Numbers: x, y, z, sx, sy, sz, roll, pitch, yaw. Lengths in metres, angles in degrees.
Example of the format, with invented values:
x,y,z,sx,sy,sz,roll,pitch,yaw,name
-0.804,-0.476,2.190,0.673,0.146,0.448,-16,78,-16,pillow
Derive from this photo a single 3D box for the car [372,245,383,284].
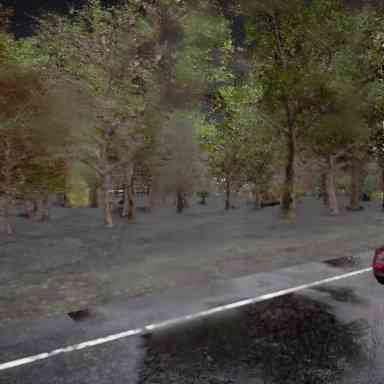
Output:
x,y,z,sx,sy,sz,roll,pitch,yaw,name
6.232,1.533,8.191,4.674,1.442,1.812,0,0,-35,car
